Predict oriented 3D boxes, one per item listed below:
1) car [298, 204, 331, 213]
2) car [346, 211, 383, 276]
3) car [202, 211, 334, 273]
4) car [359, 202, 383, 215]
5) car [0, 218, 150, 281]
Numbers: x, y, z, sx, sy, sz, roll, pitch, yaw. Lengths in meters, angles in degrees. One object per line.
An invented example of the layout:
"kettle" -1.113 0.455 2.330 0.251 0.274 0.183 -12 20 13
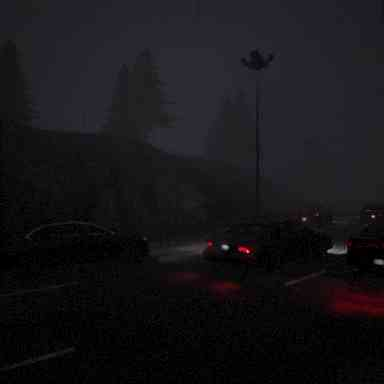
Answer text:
"car" 8.576 1.589 23.455 1.812 1.442 4.674 0 0 34
"car" 6.182 1.500 9.581 5.008 1.535 1.882 0 0 -45
"car" 2.710 1.580 10.935 5.357 1.411 2.033 0 0 -44
"car" 14.584 1.569 26.704 1.837 1.490 4.892 0 0 29
"car" -3.629 1.532 10.093 4.902 1.511 2.128 0 0 -39
